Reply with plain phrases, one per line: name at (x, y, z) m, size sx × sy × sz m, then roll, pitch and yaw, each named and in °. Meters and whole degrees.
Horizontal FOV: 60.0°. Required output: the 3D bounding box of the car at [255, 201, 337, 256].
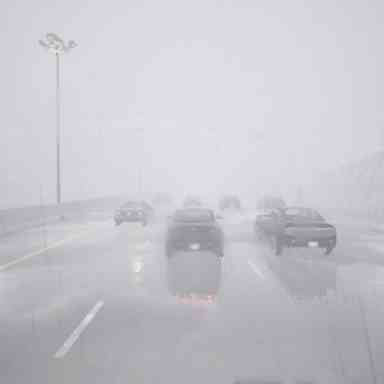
car at (3.575, 1.286, 12.252) m, size 2.128 × 1.511 × 4.902 m, roll 0°, pitch 1°, yaw 0°

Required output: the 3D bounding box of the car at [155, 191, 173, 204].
car at (-3.481, 0.685, 40.109) m, size 2.097 × 1.767 × 4.553 m, roll 0°, pitch 1°, yaw 0°

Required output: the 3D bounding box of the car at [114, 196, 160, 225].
car at (-3.442, 1.204, 20.593) m, size 2.033 × 1.411 × 5.357 m, roll 0°, pitch 1°, yaw 0°

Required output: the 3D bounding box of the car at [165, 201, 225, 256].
car at (0.075, 1.301, 12.117) m, size 1.837 × 1.490 × 4.892 m, roll 0°, pitch 1°, yaw 0°

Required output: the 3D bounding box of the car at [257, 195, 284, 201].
car at (7.039, 1.008, 29.838) m, size 1.837 × 1.490 × 4.892 m, roll 0°, pitch 1°, yaw 0°

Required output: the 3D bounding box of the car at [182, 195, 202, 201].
car at (0.033, 0.974, 33.154) m, size 1.812 × 1.442 × 4.674 m, roll 0°, pitch 1°, yaw 0°

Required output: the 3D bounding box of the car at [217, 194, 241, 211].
car at (3.535, 0.974, 31.866) m, size 1.837 × 1.490 × 4.892 m, roll 0°, pitch 1°, yaw 0°
